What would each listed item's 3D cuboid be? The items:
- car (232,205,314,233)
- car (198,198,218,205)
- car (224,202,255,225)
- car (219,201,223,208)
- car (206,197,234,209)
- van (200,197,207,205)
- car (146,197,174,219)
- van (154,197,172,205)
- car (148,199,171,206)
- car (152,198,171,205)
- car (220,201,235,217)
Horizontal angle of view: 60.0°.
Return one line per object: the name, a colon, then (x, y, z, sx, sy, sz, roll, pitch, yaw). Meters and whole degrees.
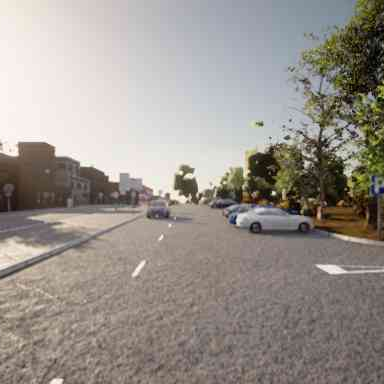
car: (5.066, 1.726, 20.481, 4.674, 1.452, 2.002, 0, -1, 0)
car: (4.617, 2.721, 95.107, 5.566, 2.045, 2.435, 0, -2, -1)
car: (5.072, 1.718, 23.630, 5.008, 1.535, 2.097, 0, -1, 0)
car: (5.058, 1.824, 30.179, 4.674, 1.452, 2.002, 0, -1, 0)
car: (5.073, 1.902, 54.515, 4.553, 1.767, 2.185, 0, -1, 0)
van: (4.712, 2.187, 78.479, 4.442, 1.987, 1.878, 0, -2, -1)
car: (-3.277, 1.683, 33.230, 2.097, 1.767, 4.553, 0, 0, 0)
van: (-7.386, 2.372, 84.965, 4.442, 1.987, 1.878, 0, -2, -1)
car: (-7.630, 2.420, 79.003, 5.366, 1.575, 1.946, 0, -2, -1)
car: (-7.442, 2.377, 81.925, 4.553, 1.767, 2.185, 0, -2, -1)
car: (5.058, 1.752, 26.903, 4.892, 1.521, 2.231, 0, -1, 0)
